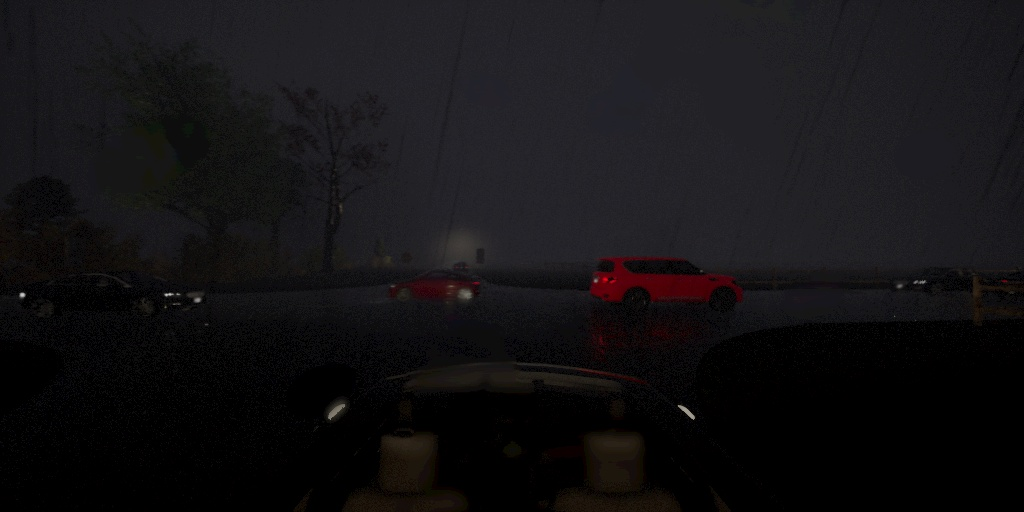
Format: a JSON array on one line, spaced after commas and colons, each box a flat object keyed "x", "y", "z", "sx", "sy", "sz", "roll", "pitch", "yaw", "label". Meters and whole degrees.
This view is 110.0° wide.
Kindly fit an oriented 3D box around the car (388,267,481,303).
[{"x": -3.534, "y": 1.358, "z": 16.704, "sx": 4.181, "sy": 1.385, "sz": 1.994, "roll": 0, "pitch": 0, "yaw": -5, "label": "car"}]

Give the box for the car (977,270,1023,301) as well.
[{"x": 24.425, "y": 1.358, "z": 16.004, "sx": 4.902, "sy": 1.511, "sz": 2.128, "roll": 0, "pitch": 0, "yaw": -7, "label": "car"}]

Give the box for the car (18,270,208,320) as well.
[{"x": -13.243, "y": 1.243, "z": 12.155, "sx": 4.902, "sy": 1.511, "sz": 2.128, "roll": 0, "pitch": 0, "yaw": -4, "label": "car"}]

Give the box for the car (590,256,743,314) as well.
[{"x": 5.839, "y": 1.035, "z": 13.895, "sx": 5.566, "sy": 2.045, "sz": 2.150, "roll": 0, "pitch": 0, "yaw": -6, "label": "car"}]

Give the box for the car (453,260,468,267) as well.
[{"x": -6.727, "y": 1.498, "z": 47.306, "sx": 2.033, "sy": 1.411, "sz": 5.357, "roll": 1, "pitch": 0, "yaw": -9, "label": "car"}]

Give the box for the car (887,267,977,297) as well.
[{"x": 23.303, "y": 1.363, "z": 19.581, "sx": 4.902, "sy": 1.511, "sz": 2.128, "roll": 0, "pitch": 0, "yaw": -7, "label": "car"}]
